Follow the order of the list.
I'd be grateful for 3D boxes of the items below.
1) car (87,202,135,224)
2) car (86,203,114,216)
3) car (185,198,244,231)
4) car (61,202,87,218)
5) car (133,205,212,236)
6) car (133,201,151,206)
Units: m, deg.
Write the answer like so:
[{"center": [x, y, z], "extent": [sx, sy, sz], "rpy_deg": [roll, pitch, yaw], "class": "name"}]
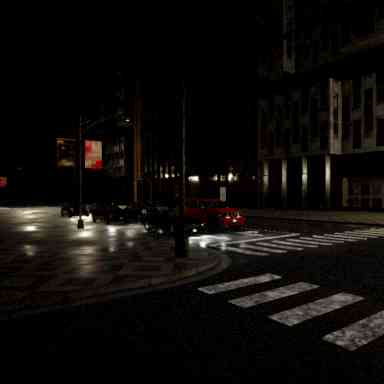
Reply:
[{"center": [-7.089, 1.854, 28.629], "extent": [1.882, 1.535, 5.008], "rpy_deg": [0, -1, -36], "class": "car"}, {"center": [-11.082, 2.040, 39.799], "extent": [1.812, 1.442, 4.674], "rpy_deg": [0, -1, -35], "class": "car"}, {"center": [1.088, 1.455, 22.838], "extent": [2.150, 2.045, 5.566], "rpy_deg": [0, -1, -34], "class": "car"}, {"center": [-13.003, 1.866, 36.898], "extent": [2.097, 1.767, 4.553], "rpy_deg": [0, -1, -36], "class": "car"}, {"center": [-1.396, 1.793, 20.680], "extent": [2.033, 1.411, 5.357], "rpy_deg": [0, -1, -36], "class": "car"}, {"center": [-4.571, 1.716, 30.700], "extent": [2.097, 1.767, 4.553], "rpy_deg": [0, -1, -36], "class": "car"}]
